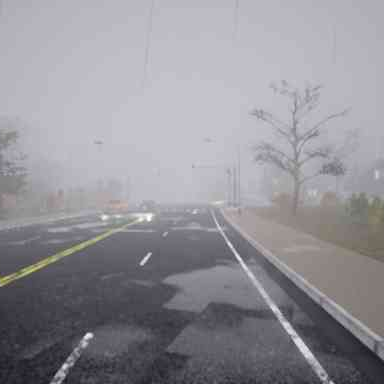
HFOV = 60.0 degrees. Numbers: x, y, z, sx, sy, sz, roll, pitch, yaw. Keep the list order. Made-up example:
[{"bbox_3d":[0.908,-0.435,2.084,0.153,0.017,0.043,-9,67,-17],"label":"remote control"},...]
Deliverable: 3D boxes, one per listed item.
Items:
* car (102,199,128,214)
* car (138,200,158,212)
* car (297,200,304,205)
[{"bbox_3d":[-8.993,1.619,39.195,2.097,1.767,4.553,0,0,3],"label":"car"},{"bbox_3d":[-5.551,1.763,42.373,2.128,1.511,4.902,0,0,3],"label":"car"},{"bbox_3d":[14.266,1.470,49.818,4.718,1.301,1.895,-1,-2,10],"label":"car"}]
